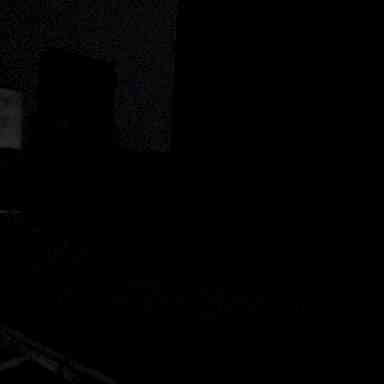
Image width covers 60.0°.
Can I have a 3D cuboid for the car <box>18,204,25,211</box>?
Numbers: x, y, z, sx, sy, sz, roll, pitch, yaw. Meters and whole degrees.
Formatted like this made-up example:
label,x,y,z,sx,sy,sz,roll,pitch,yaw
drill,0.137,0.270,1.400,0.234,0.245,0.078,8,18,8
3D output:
label,x,y,z,sx,sy,sz,roll,pitch,yaw
car,-27.612,2.587,57.321,2.128,1.511,4.902,4,-1,15
